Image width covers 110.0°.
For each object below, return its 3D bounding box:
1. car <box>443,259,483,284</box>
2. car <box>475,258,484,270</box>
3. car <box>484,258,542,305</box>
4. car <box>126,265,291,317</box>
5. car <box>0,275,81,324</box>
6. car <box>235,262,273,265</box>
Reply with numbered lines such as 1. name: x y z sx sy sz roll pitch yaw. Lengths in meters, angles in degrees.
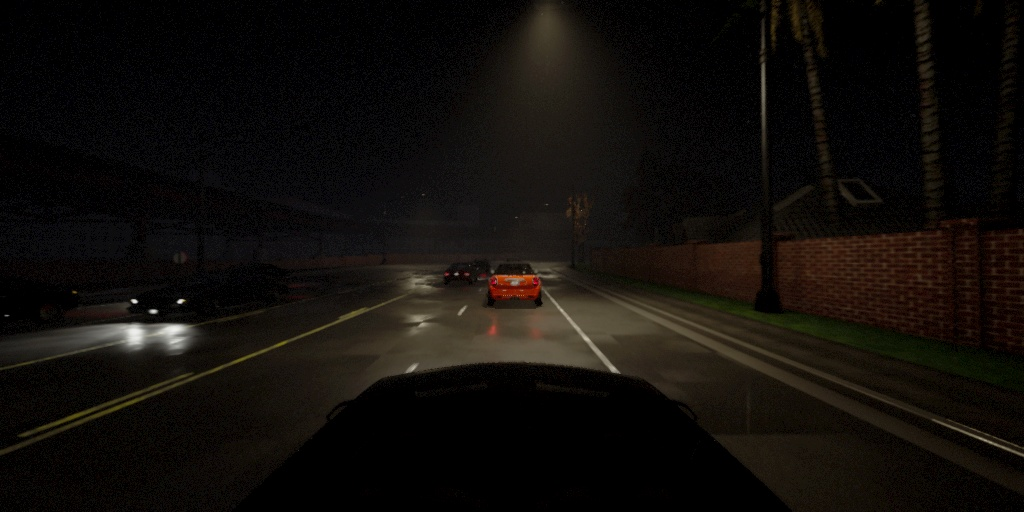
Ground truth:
1. car: -3.396 1.127 24.504 2.033 1.411 5.357 0 1 0
2. car: -3.378 0.938 39.716 2.128 1.511 4.902 0 1 0
3. car: 0.104 1.011 15.493 2.097 1.767 4.553 0 0 0
4. car: -10.499 1.224 13.151 2.033 1.411 5.357 0 0 0
5. car: -14.084 1.233 8.984 1.812 1.442 4.674 0 0 0
6. car: -14.046 1.103 19.139 1.882 1.535 5.008 0 1 1
